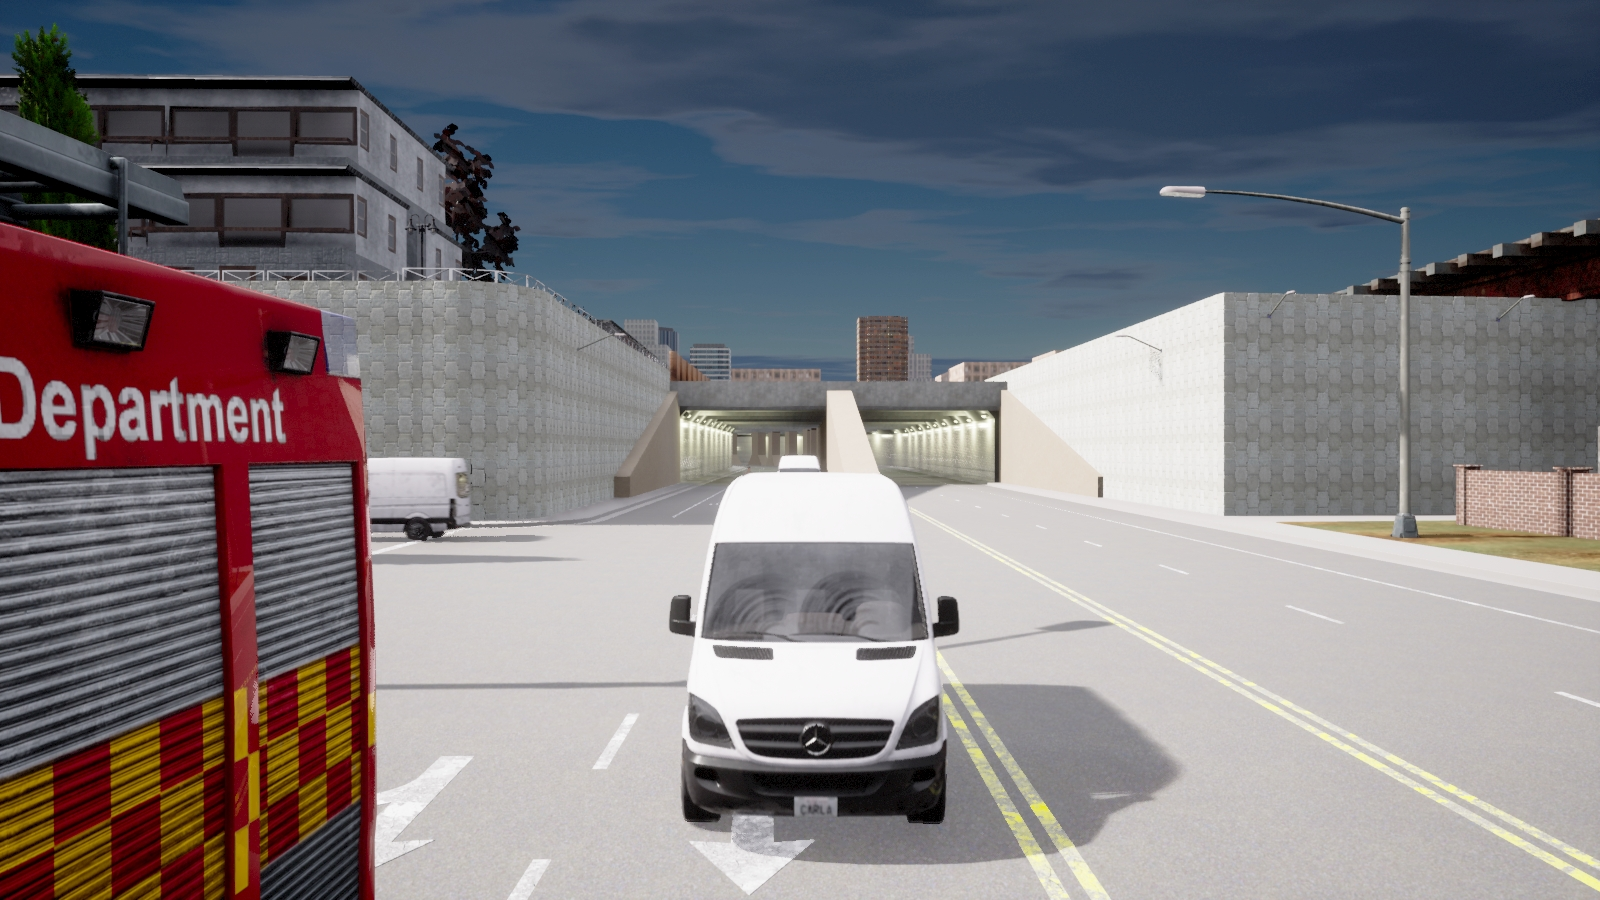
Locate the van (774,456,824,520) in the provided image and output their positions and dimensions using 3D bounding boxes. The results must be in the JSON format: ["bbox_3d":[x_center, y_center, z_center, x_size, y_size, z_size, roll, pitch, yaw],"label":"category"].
[{"bbox_3d":[-0.041,1.534,48.943,1.988,2.561,5.915,0,0,0],"label":"van"}]

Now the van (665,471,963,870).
[{"bbox_3d":[0.109,1.532,10.616,1.988,2.561,5.915,0,0,0],"label":"van"}]

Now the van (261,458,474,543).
[{"bbox_3d":[-13.439,1.534,35.771,5.915,2.561,1.988,0,0,-2],"label":"van"}]
